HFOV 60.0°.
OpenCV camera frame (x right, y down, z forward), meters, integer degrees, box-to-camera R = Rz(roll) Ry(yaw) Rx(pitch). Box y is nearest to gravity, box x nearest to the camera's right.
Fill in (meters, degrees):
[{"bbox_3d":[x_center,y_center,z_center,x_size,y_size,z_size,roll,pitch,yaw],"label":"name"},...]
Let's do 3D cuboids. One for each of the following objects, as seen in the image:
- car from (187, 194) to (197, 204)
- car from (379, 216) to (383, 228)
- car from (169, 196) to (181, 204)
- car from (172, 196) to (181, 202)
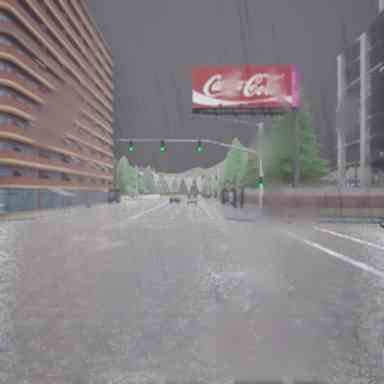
[{"bbox_3d":[0.018,1.623,64.827,1.895,1.301,4.718,0,0,0],"label":"car"},{"bbox_3d":[13.229,1.533,18.994,4.674,1.442,1.812,0,0,-1],"label":"car"},{"bbox_3d":[-3.482,1.526,65.383,1.837,1.490,4.892,0,0,0],"label":"car"},{"bbox_3d":[-3.483,1.567,74.489,1.895,1.301,4.718,0,0,-6],"label":"car"}]
